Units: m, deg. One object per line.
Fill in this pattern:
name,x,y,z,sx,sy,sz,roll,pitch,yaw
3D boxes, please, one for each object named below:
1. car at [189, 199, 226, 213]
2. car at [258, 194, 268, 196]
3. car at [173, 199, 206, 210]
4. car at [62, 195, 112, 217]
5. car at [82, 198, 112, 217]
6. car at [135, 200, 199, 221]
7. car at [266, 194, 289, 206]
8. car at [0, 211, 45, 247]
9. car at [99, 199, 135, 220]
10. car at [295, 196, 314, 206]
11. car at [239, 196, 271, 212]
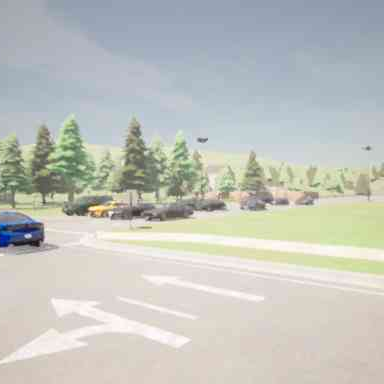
car,2.216,1.603,40.022,1.882,1.535,5.008,0,0,36
car,13.022,1.371,60.574,2.150,2.045,5.566,0,-1,37
car,-0.234,1.714,48.511,2.033,1.411,5.357,0,0,36
car,-10.571,1.386,34.406,2.150,2.045,5.566,0,0,36
car,-7.751,1.625,32.331,1.882,1.535,5.008,0,0,36
car,-1.968,1.653,28.380,2.033,1.411,5.357,0,0,36
car,15.238,1.616,57.693,2.128,1.511,4.902,0,0,37
car,-8.302,1.565,14.211,5.008,1.535,1.882,0,0,35
car,-5.358,1.616,29.675,2.128,1.511,4.902,0,0,36
car,19.402,1.484,57.415,2.097,1.767,4.553,0,0,36
car,7.709,1.630,41.578,1.812,1.442,4.674,0,0,36
